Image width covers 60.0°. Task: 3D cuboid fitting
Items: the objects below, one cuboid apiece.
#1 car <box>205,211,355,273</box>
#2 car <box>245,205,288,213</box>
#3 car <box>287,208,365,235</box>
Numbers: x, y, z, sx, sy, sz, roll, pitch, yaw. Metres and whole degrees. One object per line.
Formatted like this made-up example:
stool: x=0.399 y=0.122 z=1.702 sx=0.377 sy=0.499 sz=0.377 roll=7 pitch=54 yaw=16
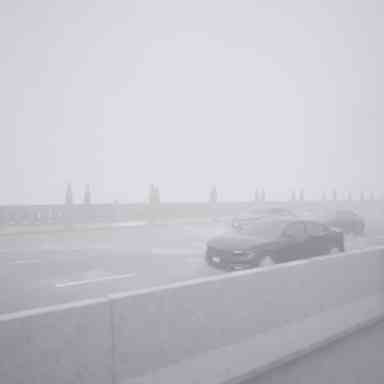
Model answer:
car: x=2.666 y=1.521 z=10.199 sx=5.008 sy=1.535 sz=1.882 roll=0 pitch=0 yaw=-36
car: x=4.471 y=1.588 z=20.087 sx=4.892 sy=1.490 sz=1.837 roll=0 pitch=0 yaw=-36
car: x=7.540 y=1.615 z=17.978 sx=4.674 sy=1.442 sz=1.812 roll=0 pitch=0 yaw=-36
